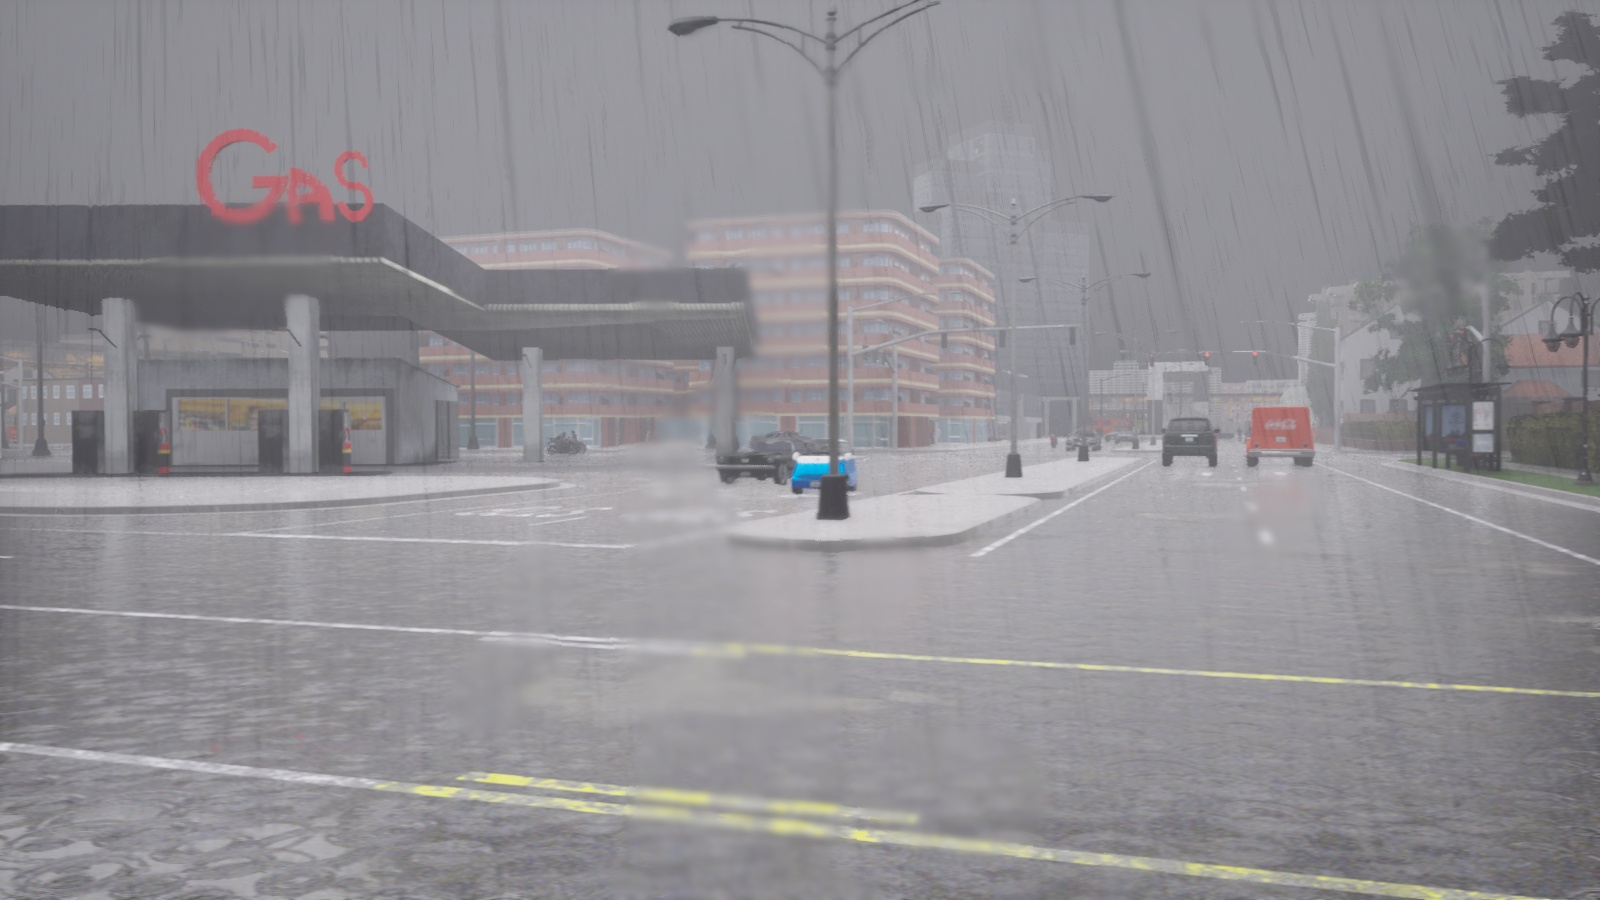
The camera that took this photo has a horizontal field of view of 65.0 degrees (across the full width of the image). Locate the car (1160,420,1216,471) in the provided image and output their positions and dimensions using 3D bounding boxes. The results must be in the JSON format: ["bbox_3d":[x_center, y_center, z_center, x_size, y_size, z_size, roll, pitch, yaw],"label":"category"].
[{"bbox_3d":[16.561,-0.247,53.394,2.150,2.045,5.566,1,1,18],"label":"car"}]

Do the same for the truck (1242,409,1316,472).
[{"bbox_3d":[19.947,-0.424,52.484,2.627,2.467,5.204,1,1,18],"label":"truck"}]

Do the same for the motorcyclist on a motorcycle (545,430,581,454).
[{"bbox_3d":[-15.371,-0.501,81.490,2.191,1.530,0.866,1,1,17],"label":"motorcyclist on a motorcycle"}]

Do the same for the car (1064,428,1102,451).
[{"bbox_3d":[20.419,-0.765,90.380,2.152,1.651,5.027,1,1,18],"label":"car"}]

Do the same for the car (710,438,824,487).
[{"bbox_3d":[-0.883,0.325,37.384,1.895,1.301,4.718,1,1,18],"label":"car"}]

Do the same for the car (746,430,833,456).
[{"bbox_3d":[-0.618,-0.450,76.820,4.902,1.511,2.128,0,1,17],"label":"car"}]

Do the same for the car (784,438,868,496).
[{"bbox_3d":[0.661,0.389,30.929,1.481,1.376,2.207,1,1,18],"label":"car"}]
